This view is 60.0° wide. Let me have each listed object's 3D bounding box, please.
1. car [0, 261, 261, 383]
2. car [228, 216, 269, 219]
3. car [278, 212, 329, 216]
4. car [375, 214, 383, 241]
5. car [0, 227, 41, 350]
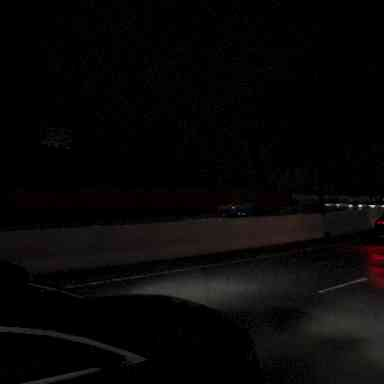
[{"bbox_3d":[-1.632,1.491,2.568,4.902,1.511,2.128,0,0,-31],"label":"car"},{"bbox_3d":[4.533,1.472,24.615,5.008,1.535,1.882,0,0,-42],"label":"car"},{"bbox_3d":[8.039,1.558,23.088,4.181,1.385,1.994,0,0,-43],"label":"car"},{"bbox_3d":[10.186,1.500,15.383,4.892,1.490,1.837,0,0,-40],"label":"car"},{"bbox_3d":[-4.920,1.493,4.683,4.902,1.511,2.128,0,0,-30],"label":"car"}]
